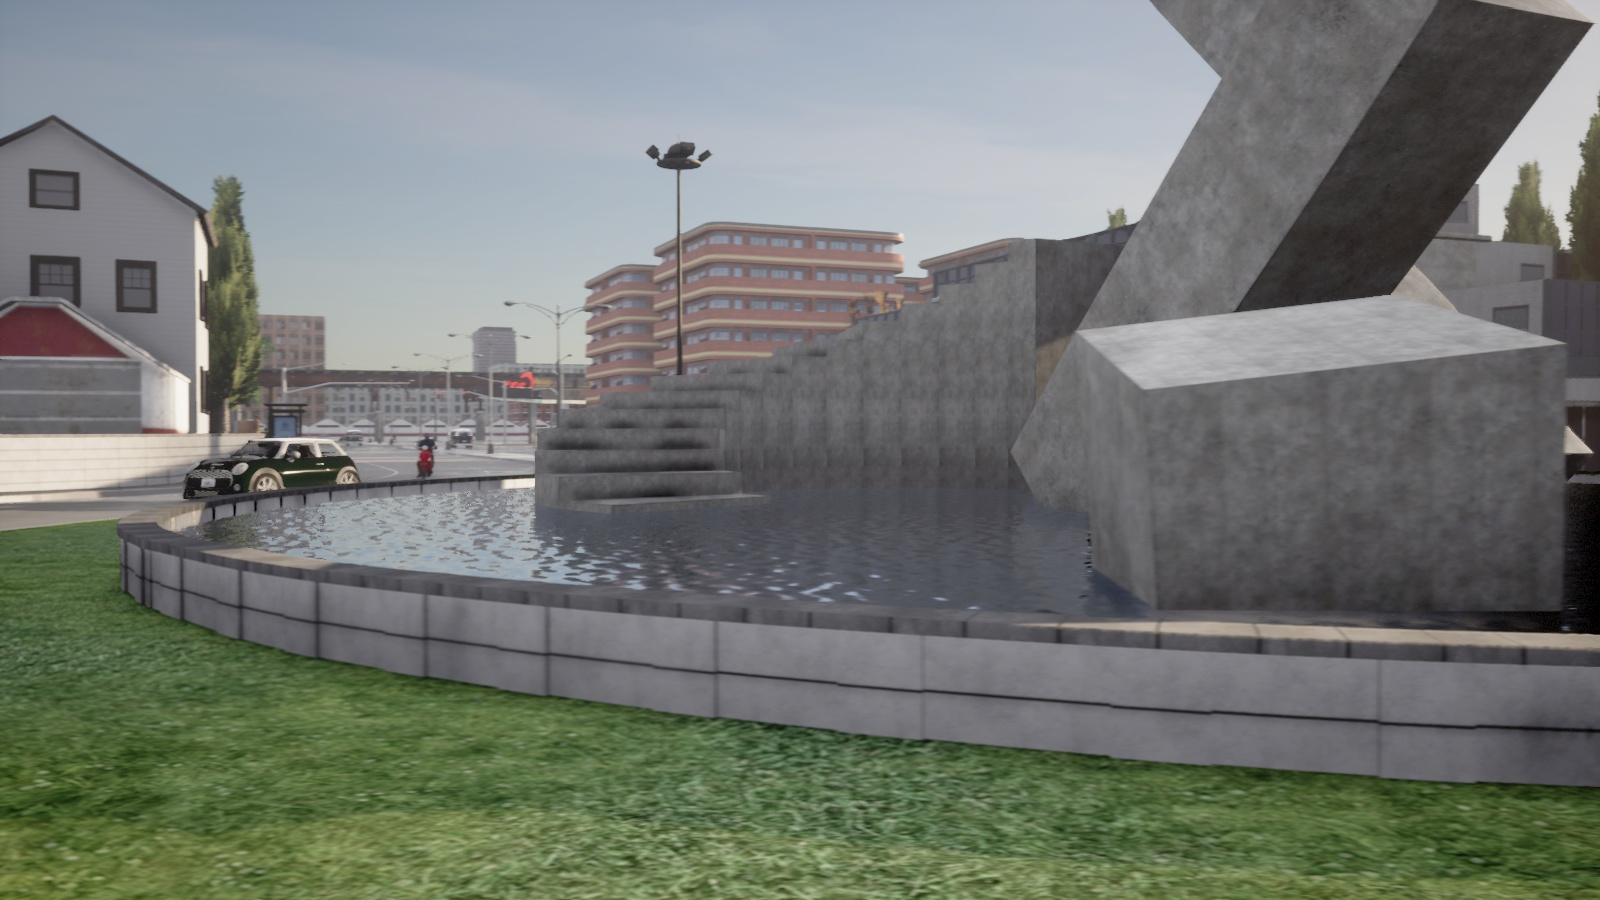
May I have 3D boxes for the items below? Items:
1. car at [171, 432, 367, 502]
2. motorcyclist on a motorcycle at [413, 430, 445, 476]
[{"bbox_3d":[-11.961,0.336,28.549,1.970,1.475,3.806,1,1,23],"label":"car"},{"bbox_3d":[-13.105,0.093,44.405,0.866,1.590,1.817,0,1,-9],"label":"motorcyclist on a motorcycle"}]
